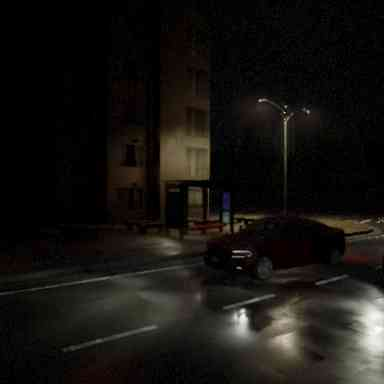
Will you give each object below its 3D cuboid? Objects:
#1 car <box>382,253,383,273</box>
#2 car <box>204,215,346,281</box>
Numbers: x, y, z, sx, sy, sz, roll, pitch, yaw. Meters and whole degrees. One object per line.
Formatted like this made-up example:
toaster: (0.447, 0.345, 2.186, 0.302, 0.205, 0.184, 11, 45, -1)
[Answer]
car: (7.025, 1.512, 8.900, 5.008, 1.535, 1.882, 0, 0, -35)
car: (2.643, 1.503, 10.108, 5.008, 1.535, 1.882, 0, 0, -35)
